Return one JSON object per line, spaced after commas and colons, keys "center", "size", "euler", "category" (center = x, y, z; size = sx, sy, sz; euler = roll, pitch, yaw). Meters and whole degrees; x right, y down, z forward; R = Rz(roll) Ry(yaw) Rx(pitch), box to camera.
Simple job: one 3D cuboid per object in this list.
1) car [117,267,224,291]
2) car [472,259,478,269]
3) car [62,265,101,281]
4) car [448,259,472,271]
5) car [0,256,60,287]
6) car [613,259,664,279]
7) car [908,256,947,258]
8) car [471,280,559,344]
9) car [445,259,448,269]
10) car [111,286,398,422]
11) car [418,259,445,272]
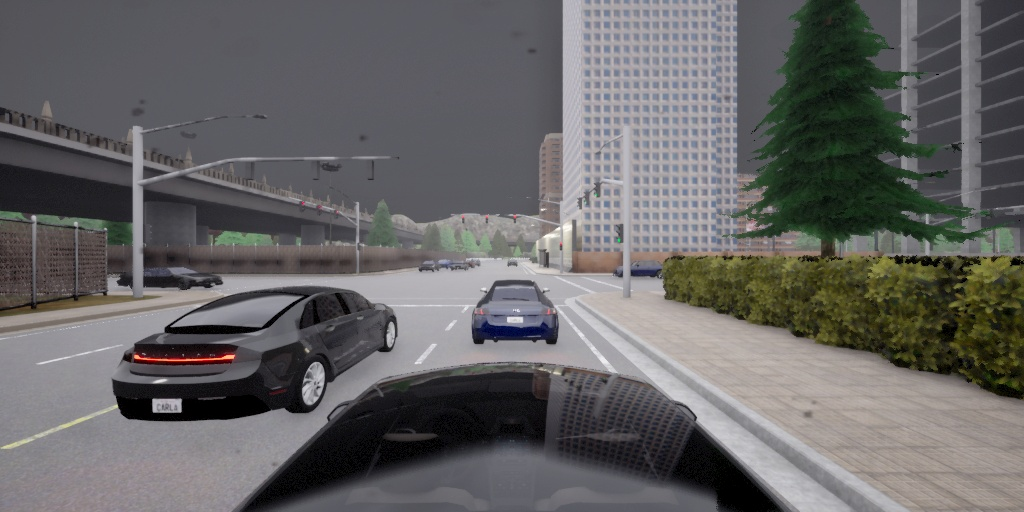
{"center": [-20.835, 1.353, 21.948], "size": [5.357, 1.411, 2.033], "euler": [0, 0, 3], "category": "car"}
{"center": [-7.094, 1.351, 57.938], "size": [1.895, 1.301, 4.718], "euler": [0, 0, 0], "category": "car"}
{"center": [-36.332, 1.406, 29.245], "size": [4.718, 1.301, 1.895], "euler": [0, 0, 0], "category": "car"}
{"center": [-7.095, 1.314, 49.184], "size": [1.994, 1.385, 4.181], "euler": [0, 0, 0], "category": "car"}
{"center": [-32.079, 1.029, 22.056], "size": [5.566, 2.045, 2.150], "euler": [0, 0, 0], "category": "car"}
{"center": [11.637, 1.157, 32.856], "size": [4.553, 1.767, 2.097], "euler": [0, 0, 0], "category": "car"}
{"center": [36.923, 1.026, 32.822], "size": [5.566, 2.045, 2.150], "euler": [0, 0, 0], "category": "car"}
{"center": [0.077, 1.314, 9.564], "size": [1.994, 1.385, 4.181], "euler": [0, 0, 0], "category": "car"}
{"center": [-10.599, 1.227, 55.881], "size": [1.882, 1.535, 5.008], "euler": [0, 0, 0], "category": "car"}
{"center": [-3.441, 1.255, 6.020], "size": [1.837, 1.490, 4.892], "euler": [0, 0, 0], "category": "car"}
{"center": [-10.602, 1.297, 46.431], "size": [2.033, 1.411, 5.357], "euler": [0, 0, 0], "category": "car"}
